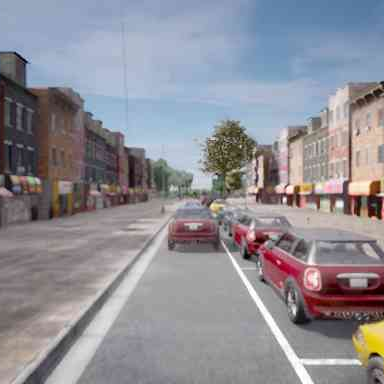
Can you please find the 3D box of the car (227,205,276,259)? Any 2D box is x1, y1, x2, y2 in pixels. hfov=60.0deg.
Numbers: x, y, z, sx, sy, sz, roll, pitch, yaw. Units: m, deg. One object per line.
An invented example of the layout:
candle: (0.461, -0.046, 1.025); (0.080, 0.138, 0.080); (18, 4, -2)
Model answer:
car: (2.639, 1.485, 12.753); (1.967, 1.590, 4.097); (0, 0, 0)

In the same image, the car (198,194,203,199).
car: (2.641, 1.462, 57.121); (2.192, 1.841, 5.009); (0, 0, 0)

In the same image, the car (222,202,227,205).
car: (2.639, 1.623, 23.846); (2.008, 1.369, 4.403); (0, 0, 0)

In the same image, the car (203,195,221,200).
car: (2.984, 1.346, 44.246); (2.150, 2.045, 5.566); (0, 0, 0)

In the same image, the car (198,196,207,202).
car: (2.641, 1.773, 84.847); (2.008, 1.369, 4.403); (0, 0, 0)

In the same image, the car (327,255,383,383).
car: (2.637, 1.533, 1.831); (1.752, 1.417, 4.829); (0, 0, 0)

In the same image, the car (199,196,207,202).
car: (2.641, 1.727, 79.473); (1.752, 1.417, 4.829); (0, 0, 0)

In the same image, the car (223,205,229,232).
car: (2.639, 1.611, 18.300); (2.008, 1.369, 4.403); (0, 0, 0)

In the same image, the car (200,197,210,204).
car: (2.641, 1.716, 68.212); (1.887, 1.381, 4.507); (0, 0, 0)

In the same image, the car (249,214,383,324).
car: (2.638, 1.468, 7.206); (1.967, 1.590, 4.097); (0, 0, 0)

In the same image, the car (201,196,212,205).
car: (2.641, 1.599, 62.666); (1.967, 1.590, 4.097); (0, 0, 0)

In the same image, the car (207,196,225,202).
car: (3.027, 1.560, 37.406); (1.801, 1.575, 5.366); (0, 0, 0)

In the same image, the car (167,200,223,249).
car: (0.083, 1.404, 15.041); (2.097, 1.767, 4.553); (0, 0, 0)
